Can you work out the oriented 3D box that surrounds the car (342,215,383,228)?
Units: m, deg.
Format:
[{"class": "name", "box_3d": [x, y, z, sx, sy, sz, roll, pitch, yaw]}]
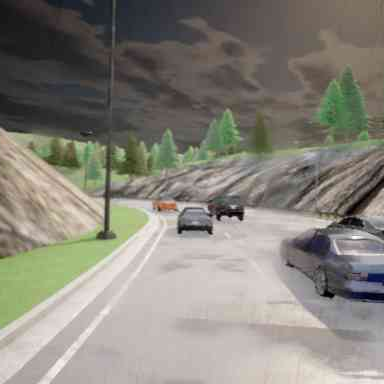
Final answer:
[{"class": "car", "box_3d": [7.239, 1.709, 13.968, 1.837, 1.490, 4.892, 2, 0, 0]}]

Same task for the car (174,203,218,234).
[{"class": "car", "box_3d": [0.113, 1.564, 19.384, 1.994, 1.385, 4.181, 2, 0, -2]}]

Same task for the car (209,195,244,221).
[{"class": "car", "box_3d": [2.774, 1.296, 28.315, 2.150, 2.045, 5.566, 2, 0, -9]}]

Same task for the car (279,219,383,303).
[{"class": "car", "box_3d": [3.771, 1.654, 8.691, 2.033, 1.411, 5.357, 2, 0, 1]}]

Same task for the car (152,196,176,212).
[{"class": "car", "box_3d": [-3.164, 1.256, 37.595, 2.097, 1.767, 4.553, 2, 0, -17]}]
